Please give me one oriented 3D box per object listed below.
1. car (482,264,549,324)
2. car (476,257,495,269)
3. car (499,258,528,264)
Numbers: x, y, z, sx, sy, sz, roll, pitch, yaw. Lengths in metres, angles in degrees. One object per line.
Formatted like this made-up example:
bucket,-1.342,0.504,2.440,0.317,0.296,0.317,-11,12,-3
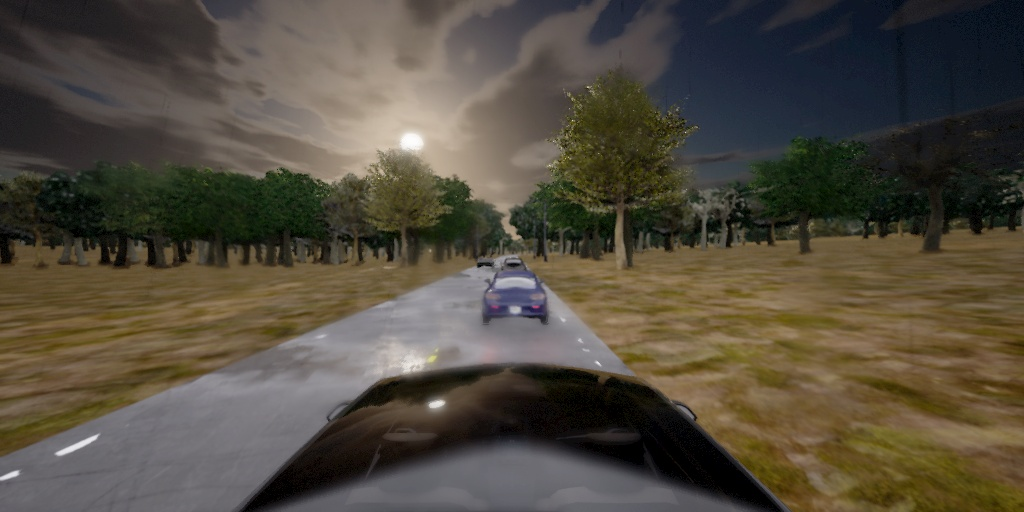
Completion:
car,0.095,1.141,11.201,1.812,1.442,4.674,0,1,0
car,-3.037,0.795,41.772,1.895,1.301,4.718,0,1,0
car,0.120,0.892,27.686,1.837,1.490,4.892,0,1,0
